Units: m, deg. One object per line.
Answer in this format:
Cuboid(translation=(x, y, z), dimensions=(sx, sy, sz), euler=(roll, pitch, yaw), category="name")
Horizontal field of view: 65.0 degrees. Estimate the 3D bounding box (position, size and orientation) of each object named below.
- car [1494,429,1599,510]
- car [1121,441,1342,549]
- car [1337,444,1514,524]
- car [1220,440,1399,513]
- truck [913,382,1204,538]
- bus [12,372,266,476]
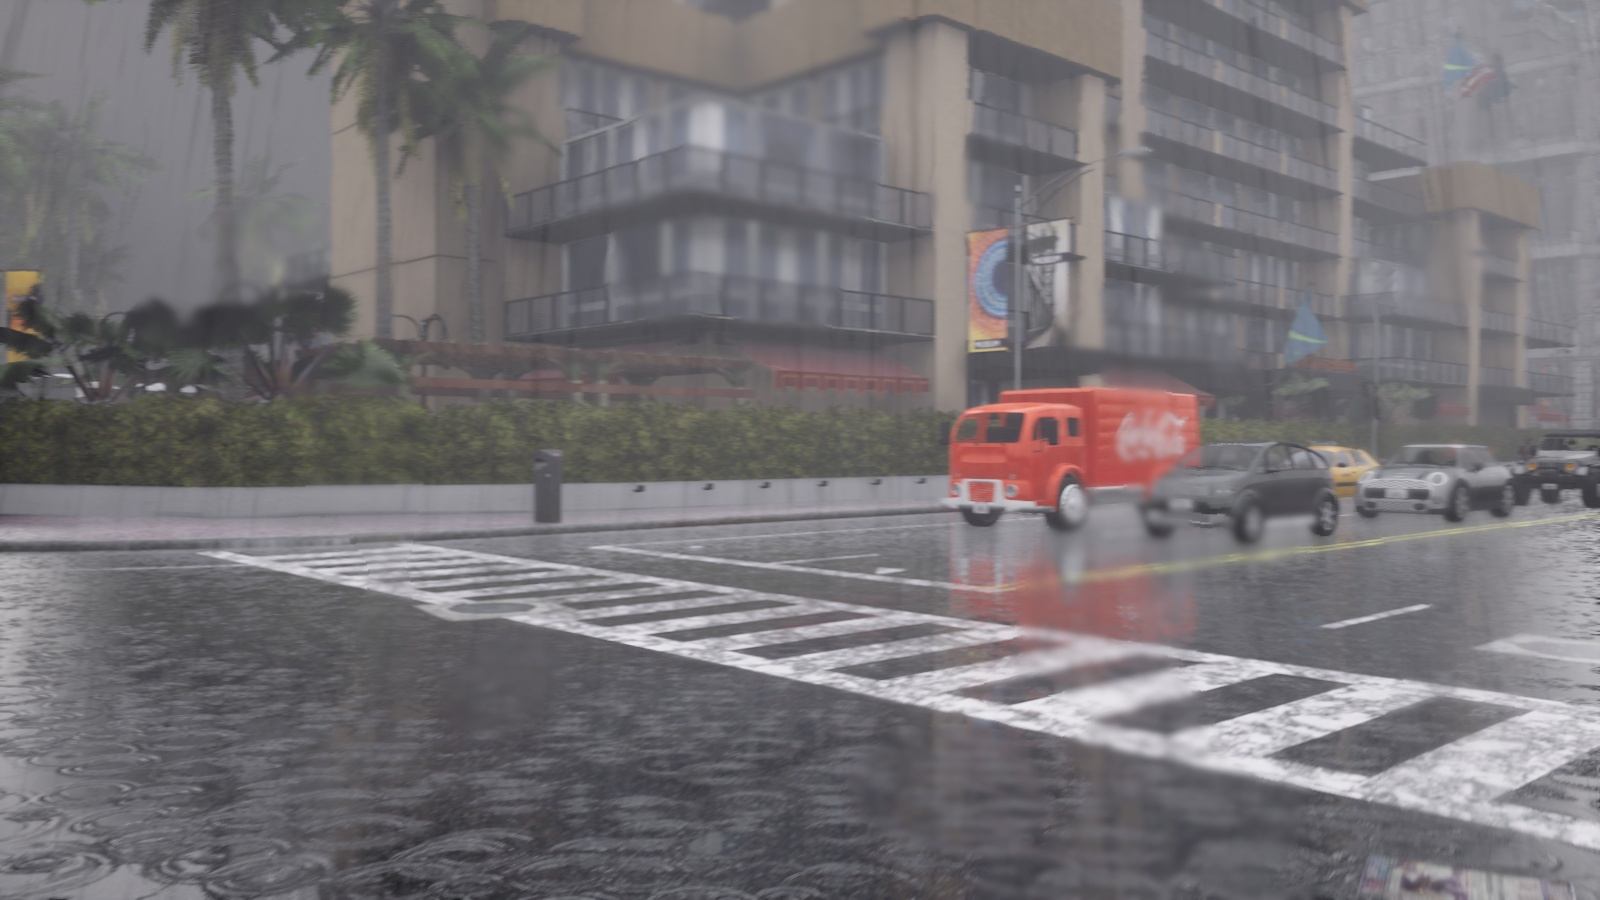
Cuboid(translation=(18.930, 0.442, 31.161), dimensions=(3.866, 1.878, 1.905), euler=(0, 0, -43), category="car")
Cuboid(translation=(6.901, 0.639, 19.905), dimensions=(3.705, 1.549, 1.789), euler=(0, 0, -43), category="car")
Cuboid(translation=(12.607, 0.619, 25.234), dimensions=(3.806, 1.475, 1.970), euler=(0, 0, -43), category="car")
Cuboid(translation=(12.050, 0.565, 29.505), dimensions=(5.366, 1.575, 1.801), euler=(0, 0, -43), category="car")
Cuboid(translation=(4.771, 0.148, 22.689), dimensions=(5.204, 2.467, 2.627), euler=(0, 0, -43), category="truck")
Cuboid(translation=(-29.341, -1.083, 56.571), dimensions=(3.944, 4.253, 10.273), euler=(0, 0, 18), category="bus")
